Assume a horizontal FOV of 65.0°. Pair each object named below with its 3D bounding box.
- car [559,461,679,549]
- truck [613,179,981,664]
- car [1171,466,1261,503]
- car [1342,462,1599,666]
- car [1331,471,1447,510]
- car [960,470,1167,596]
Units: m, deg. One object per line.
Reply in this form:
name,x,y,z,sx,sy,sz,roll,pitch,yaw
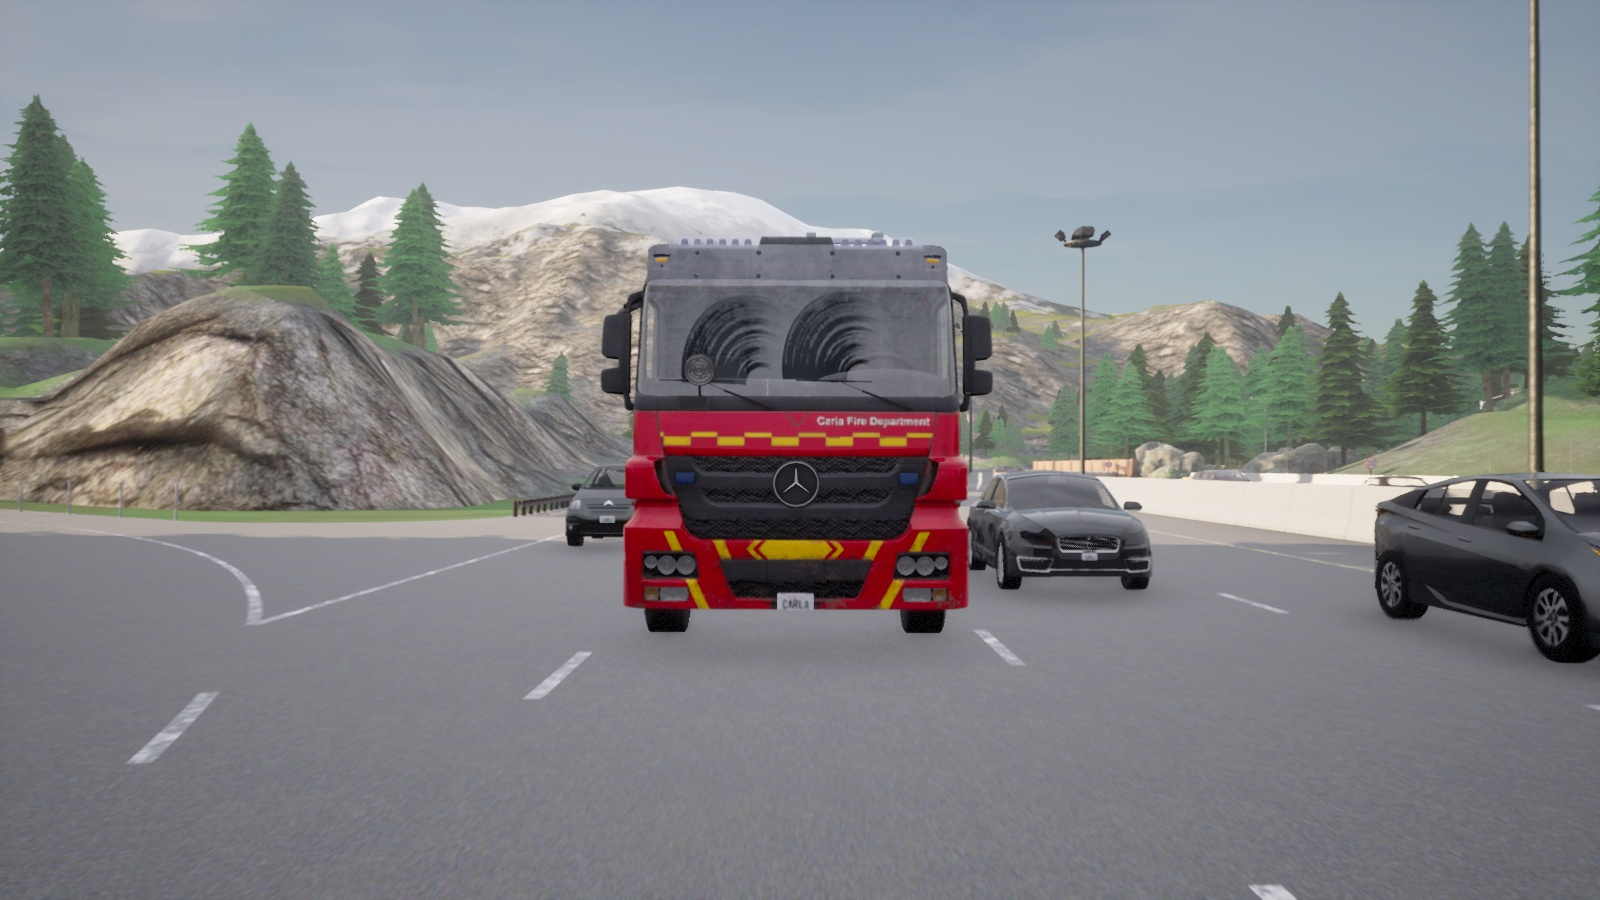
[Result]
car,-3.560,1.050,25.347,1.851,1.617,3.988,0,-1,0
truck,-0.038,-0.172,14.153,2.891,3.827,8.468,0,-1,0
car,17.375,1.424,52.725,2.163,1.488,4.792,0,-1,0
car,6.972,0.877,11.542,2.007,1.525,4.514,0,-1,0
car,20.894,1.407,44.759,1.895,1.301,4.718,0,-1,0
car,3.459,1.027,17.454,1.837,1.490,4.892,0,-1,0
